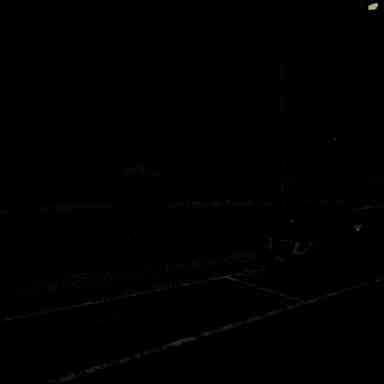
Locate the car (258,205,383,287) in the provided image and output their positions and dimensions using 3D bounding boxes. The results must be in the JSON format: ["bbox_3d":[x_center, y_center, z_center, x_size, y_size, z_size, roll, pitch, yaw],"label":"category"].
[{"bbox_3d":[4.163,1.313,9.503,5.009,1.841,2.192,0,0,-35],"label":"car"}]
